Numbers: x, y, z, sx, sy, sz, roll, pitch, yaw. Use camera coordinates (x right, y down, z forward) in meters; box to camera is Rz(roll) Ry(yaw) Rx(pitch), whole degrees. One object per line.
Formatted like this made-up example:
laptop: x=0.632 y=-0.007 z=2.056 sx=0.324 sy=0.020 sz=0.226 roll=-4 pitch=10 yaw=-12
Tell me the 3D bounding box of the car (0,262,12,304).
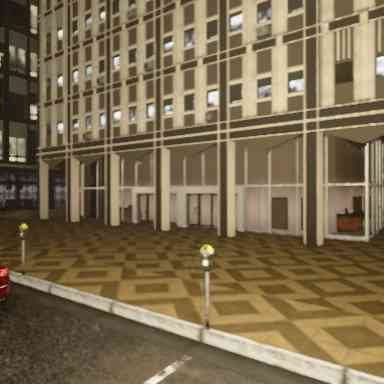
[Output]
car: x=-5.188 y=1.533 z=6.588 sx=4.206 sy=1.307 sz=1.802 roll=0 pitch=0 yaw=36
